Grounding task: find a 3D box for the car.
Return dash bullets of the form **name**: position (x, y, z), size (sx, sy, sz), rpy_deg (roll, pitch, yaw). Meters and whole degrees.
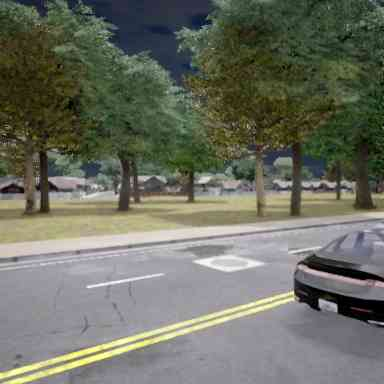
- **car**: position (3.995, 1.454, 6.325), size (4.902, 1.511, 2.128), rpy_deg (-1, 0, -35)
